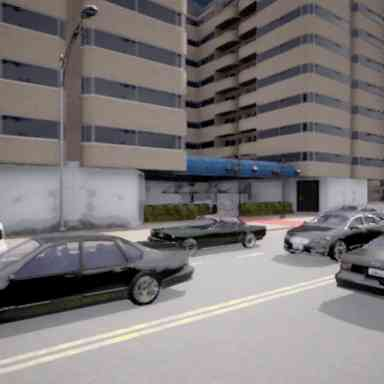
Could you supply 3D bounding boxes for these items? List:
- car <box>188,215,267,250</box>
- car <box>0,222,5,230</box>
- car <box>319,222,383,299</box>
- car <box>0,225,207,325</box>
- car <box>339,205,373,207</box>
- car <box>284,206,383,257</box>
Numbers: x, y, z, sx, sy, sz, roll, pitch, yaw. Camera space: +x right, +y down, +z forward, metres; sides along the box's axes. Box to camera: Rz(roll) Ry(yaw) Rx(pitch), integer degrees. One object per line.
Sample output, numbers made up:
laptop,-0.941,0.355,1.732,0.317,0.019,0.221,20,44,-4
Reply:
car,0.694,1.597,13.073,4.718,1.301,1.895,0,0,-35
car,-7.268,1.223,7.405,5.566,2.045,2.150,0,0,-35
car,5.475,1.543,7.650,5.357,1.411,2.033,0,0,-35
car,-2.502,1.547,6.504,5.357,1.411,2.033,0,0,-35
car,9.193,1.483,19.069,4.902,1.511,2.128,0,0,-35
car,5.404,1.486,12.120,4.902,1.511,2.128,0,0,-35
